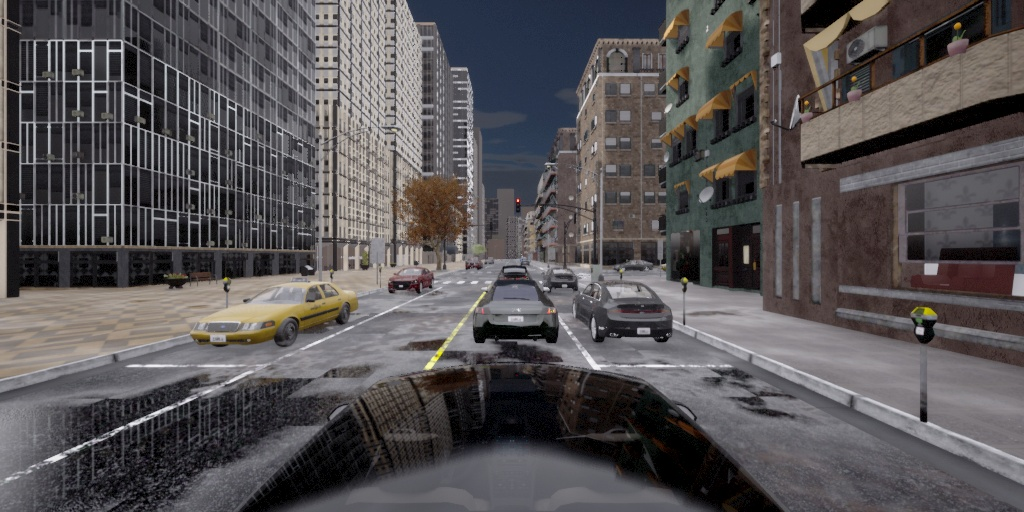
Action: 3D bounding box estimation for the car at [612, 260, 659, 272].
[{"bbox_3d":[13.459,1.108,39.985,4.403,1.370,2.007,0,0,-1],"label":"car"}]

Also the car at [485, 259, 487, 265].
[{"bbox_3d":[-5.655,1.355,58.492,1.948,1.339,4.313,0,0,0],"label":"car"}]

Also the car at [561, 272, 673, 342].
[{"bbox_3d":[2.694,1.301,9.510,2.007,1.370,4.403,0,0,0],"label":"car"}]

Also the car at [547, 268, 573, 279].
[{"bbox_3d":[2.701,1.304,20.576,2.007,1.370,4.403,0,0,0],"label":"car"}]

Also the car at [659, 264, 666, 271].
[{"bbox_3d":[18.857,1.005,40.037,4.829,1.417,1.751,0,0,-1],"label":"car"}]

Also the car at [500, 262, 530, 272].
[{"bbox_3d":[0.116,1.259,19.708,1.837,1.490,4.892,0,0,-1],"label":"car"}]

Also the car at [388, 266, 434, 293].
[{"bbox_3d":[-5.679,1.299,20.582,1.888,1.381,4.507,0,0,0],"label":"car"}]

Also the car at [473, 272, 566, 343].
[{"bbox_3d":[0.092,1.315,9.659,1.994,1.385,4.181,0,0,0],"label":"car"}]

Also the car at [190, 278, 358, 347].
[{"bbox_3d":[-5.686,1.276,9.346,1.751,1.417,4.829,0,0,0],"label":"car"}]

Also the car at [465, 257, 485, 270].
[{"bbox_3d":[-5.659,1.097,52.969,2.192,1.841,5.009,0,0,0],"label":"car"}]
